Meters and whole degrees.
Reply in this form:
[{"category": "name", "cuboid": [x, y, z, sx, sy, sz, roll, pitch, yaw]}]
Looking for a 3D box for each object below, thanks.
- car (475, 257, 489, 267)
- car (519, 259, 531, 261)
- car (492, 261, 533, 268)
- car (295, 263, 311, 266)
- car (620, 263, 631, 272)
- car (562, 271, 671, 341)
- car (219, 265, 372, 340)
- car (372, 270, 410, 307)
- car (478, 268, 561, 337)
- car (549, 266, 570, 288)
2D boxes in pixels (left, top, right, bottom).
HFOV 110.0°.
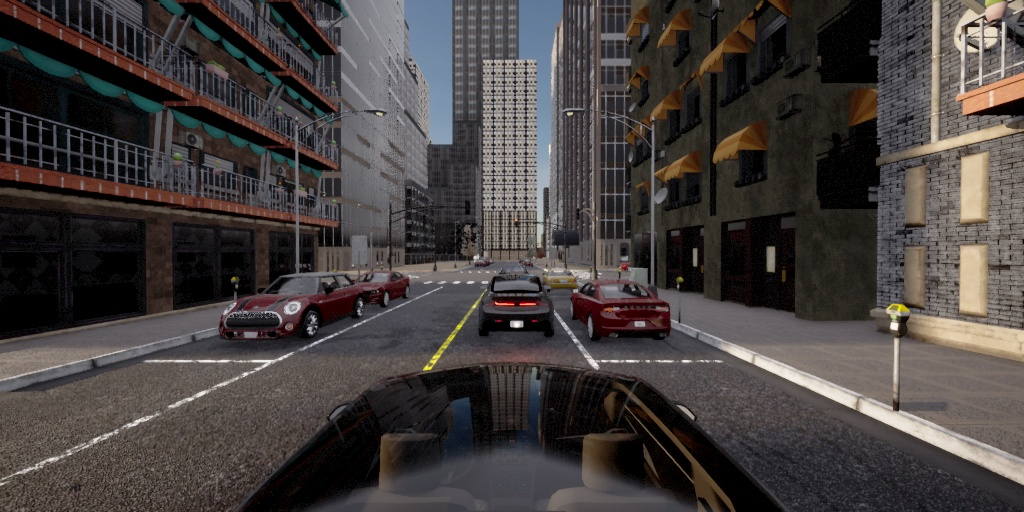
[{"category": "car", "cuboid": [-5.627, 1.291, 64.354, 1.888, 1.381, 4.507, 0, 0, 0]}, {"category": "car", "cuboid": [2.753, 1.185, 64.344, 1.967, 1.591, 4.097, 0, 0, 0]}, {"category": "car", "cuboid": [0.118, 1.239, 20.456, 2.128, 1.511, 4.902, 0, 0, 0]}, {"category": "car", "cuboid": [-23.796, 1.494, 39.666, 4.097, 1.591, 1.967, 0, 0, 0]}, {"category": "car", "cuboid": [14.301, 1.005, 39.948, 4.507, 1.381, 1.888, 0, 0, 0]}, {"category": "car", "cuboid": [2.698, 1.294, 9.771, 1.888, 1.381, 4.507, 0, 0, 0]}, {"category": "car", "cuboid": [-5.684, 1.188, 9.793, 1.967, 1.591, 4.097, 0, 0, 0]}, {"category": "car", "cuboid": [-5.678, 1.293, 15.317, 1.888, 1.381, 4.507, 0, 0, 0]}, {"category": "car", "cuboid": [0.108, 1.253, 10.323, 1.837, 1.490, 4.892, 0, 0, 0]}, {"category": "car", "cuboid": [2.709, 1.272, 20.988, 1.751, 1.417, 4.829, 0, 0, 0]}]
